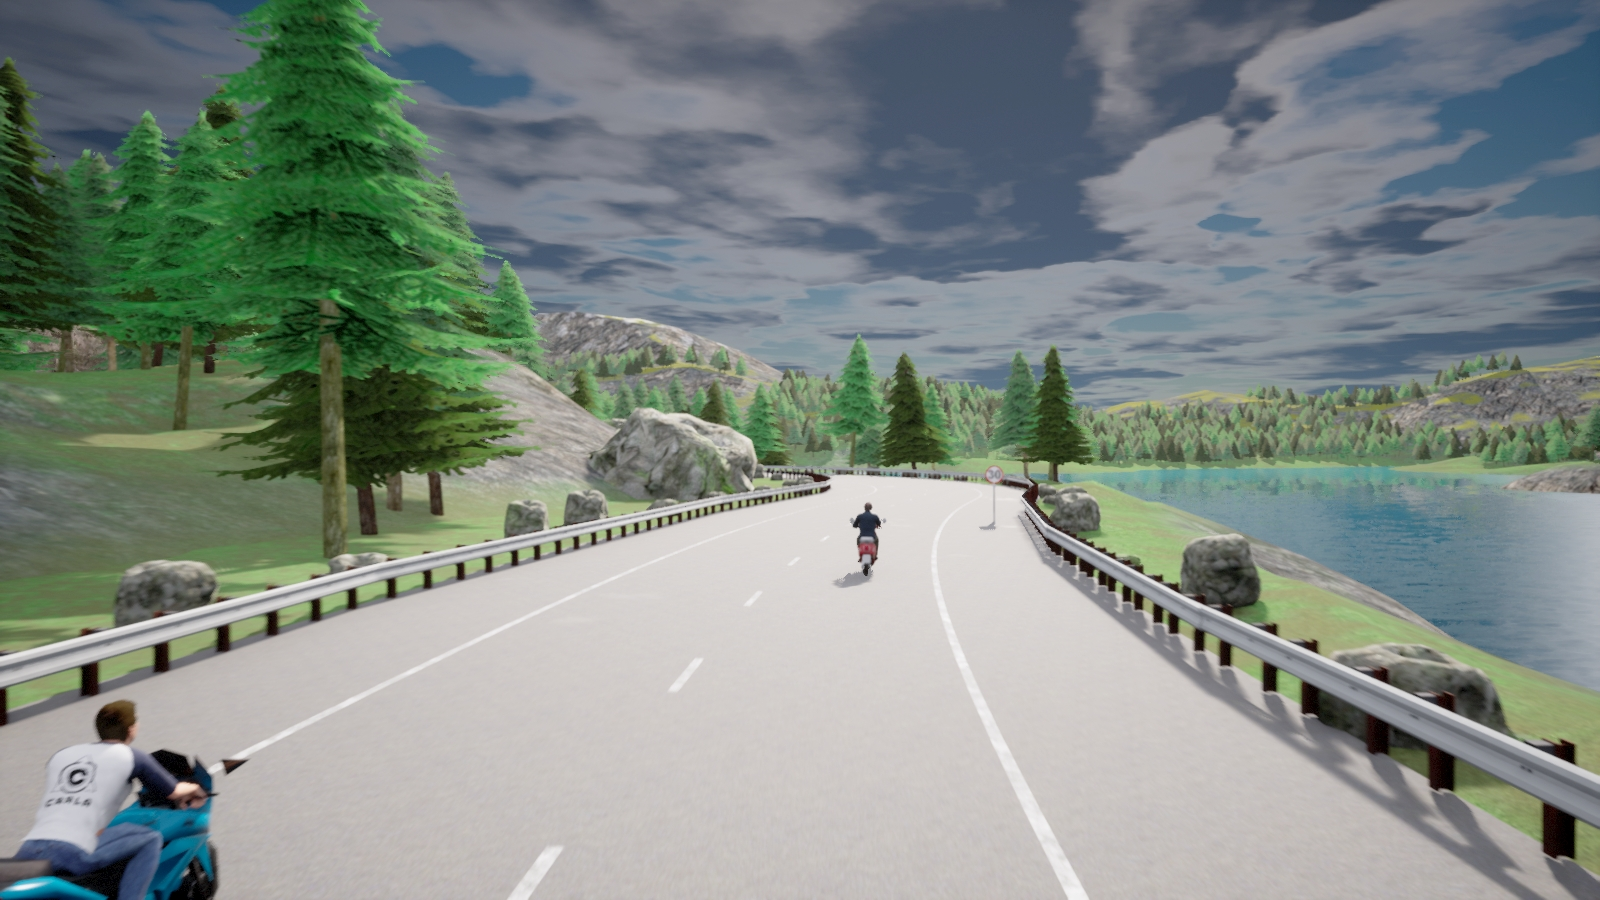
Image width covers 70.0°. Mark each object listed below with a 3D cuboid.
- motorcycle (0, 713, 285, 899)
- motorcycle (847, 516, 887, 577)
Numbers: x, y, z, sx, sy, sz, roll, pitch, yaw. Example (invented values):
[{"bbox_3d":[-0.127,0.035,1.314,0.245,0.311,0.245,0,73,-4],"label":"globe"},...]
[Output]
[{"bbox_3d":[-3.490,2.176,5.777,0.803,1.217,2.033,0,0,2],"label":"motorcycle"},{"bbox_3d":[1.552,2.182,26.205,0.856,1.236,1.805,0,0,5],"label":"motorcycle"}]
